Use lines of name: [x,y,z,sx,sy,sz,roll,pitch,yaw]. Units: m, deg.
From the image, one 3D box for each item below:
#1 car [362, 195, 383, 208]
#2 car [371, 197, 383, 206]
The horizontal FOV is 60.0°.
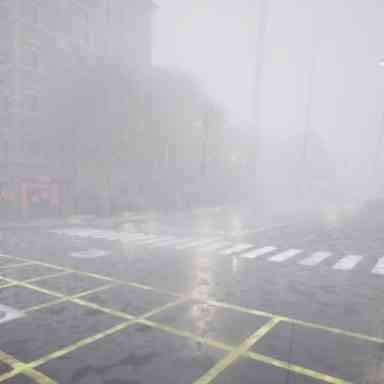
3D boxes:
car: [26.025,1.509,47.904,1.812,1.442,4.674,0,0,35]
car: [31.287,1.584,55.401,1.895,1.301,4.718,0,0,35]
